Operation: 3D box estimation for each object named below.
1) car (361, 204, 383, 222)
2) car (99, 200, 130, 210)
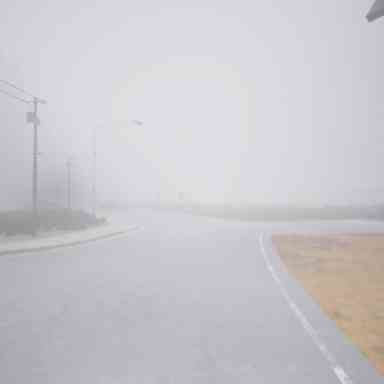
[{"bbox_3d":[17.699,1.883,30.694,4.892,1.490,1.837,0,0,-30],"label":"car"},{"bbox_3d":[-12.080,1.980,51.954,5.357,1.411,2.033,0,-1,35],"label":"car"}]
